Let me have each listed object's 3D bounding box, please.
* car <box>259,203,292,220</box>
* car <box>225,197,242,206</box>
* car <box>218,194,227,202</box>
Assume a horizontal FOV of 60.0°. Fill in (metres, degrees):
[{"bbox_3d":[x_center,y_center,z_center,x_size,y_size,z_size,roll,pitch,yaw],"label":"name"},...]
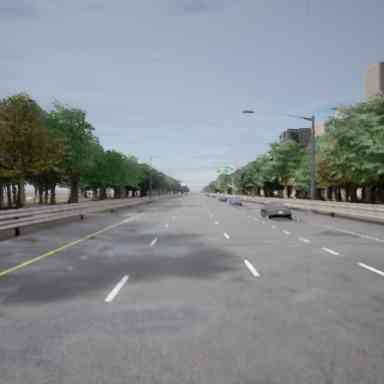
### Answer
[{"bbox_3d":[7.065,1.592,28.397,1.994,1.385,4.181,0,0,0],"label":"car"},{"bbox_3d":[7.212,1.615,55.909,2.033,1.411,5.357,0,0,0],"label":"car"},{"bbox_3d":[7.408,1.655,80.068,1.994,1.385,4.181,0,0,1],"label":"car"}]
